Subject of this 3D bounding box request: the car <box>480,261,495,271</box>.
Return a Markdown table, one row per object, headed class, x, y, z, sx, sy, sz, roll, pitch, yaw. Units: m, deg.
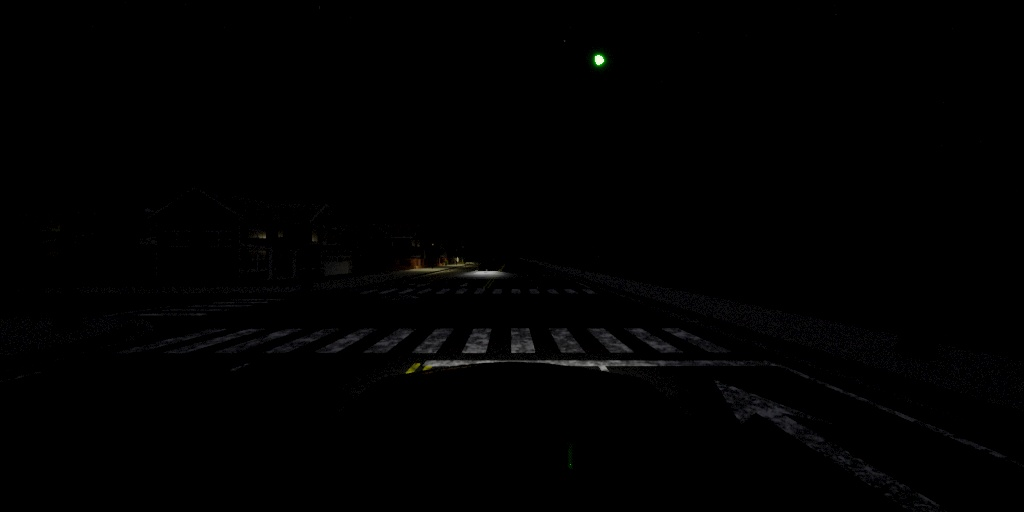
| class | x | y | z | sx | sy | sz | roll | pitch | yaw |
| --- | --- | --- | --- | --- | --- | --- | --- | --- | --- |
| car | -3.283 | 1.343 | 48.237 | 1.895 | 1.301 | 4.718 | 0 | 0 | 0 |
